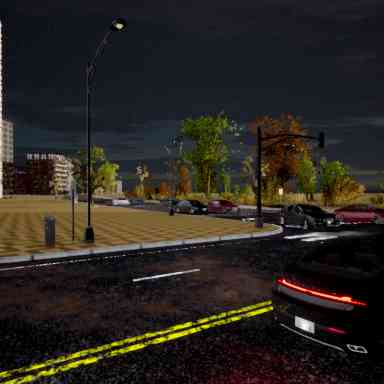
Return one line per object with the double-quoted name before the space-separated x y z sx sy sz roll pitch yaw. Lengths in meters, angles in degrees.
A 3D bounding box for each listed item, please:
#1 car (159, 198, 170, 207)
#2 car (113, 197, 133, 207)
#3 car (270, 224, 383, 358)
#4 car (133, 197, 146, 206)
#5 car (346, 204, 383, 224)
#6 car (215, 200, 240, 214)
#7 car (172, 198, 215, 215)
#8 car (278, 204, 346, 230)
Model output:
"car" -3.896 1.656 54.921 1.994 1.385 4.181 0 0 -30
"car" -11.884 1.650 55.445 1.812 1.442 4.674 0 0 -29
"car" 3.490 1.504 5.758 4.892 1.490 1.837 0 0 -34
"car" -9.917 1.663 58.570 2.033 1.411 5.357 0 0 -29
"car" 12.241 1.572 23.578 1.994 1.385 4.181 0 0 -44
"car" 3.267 1.589 36.358 1.812 1.442 4.674 0 0 -32
"car" -0.019 1.582 35.500 1.837 1.490 4.892 0 0 -32
"car" 7.261 1.534 21.247 1.837 1.490 4.892 0 -1 -13
